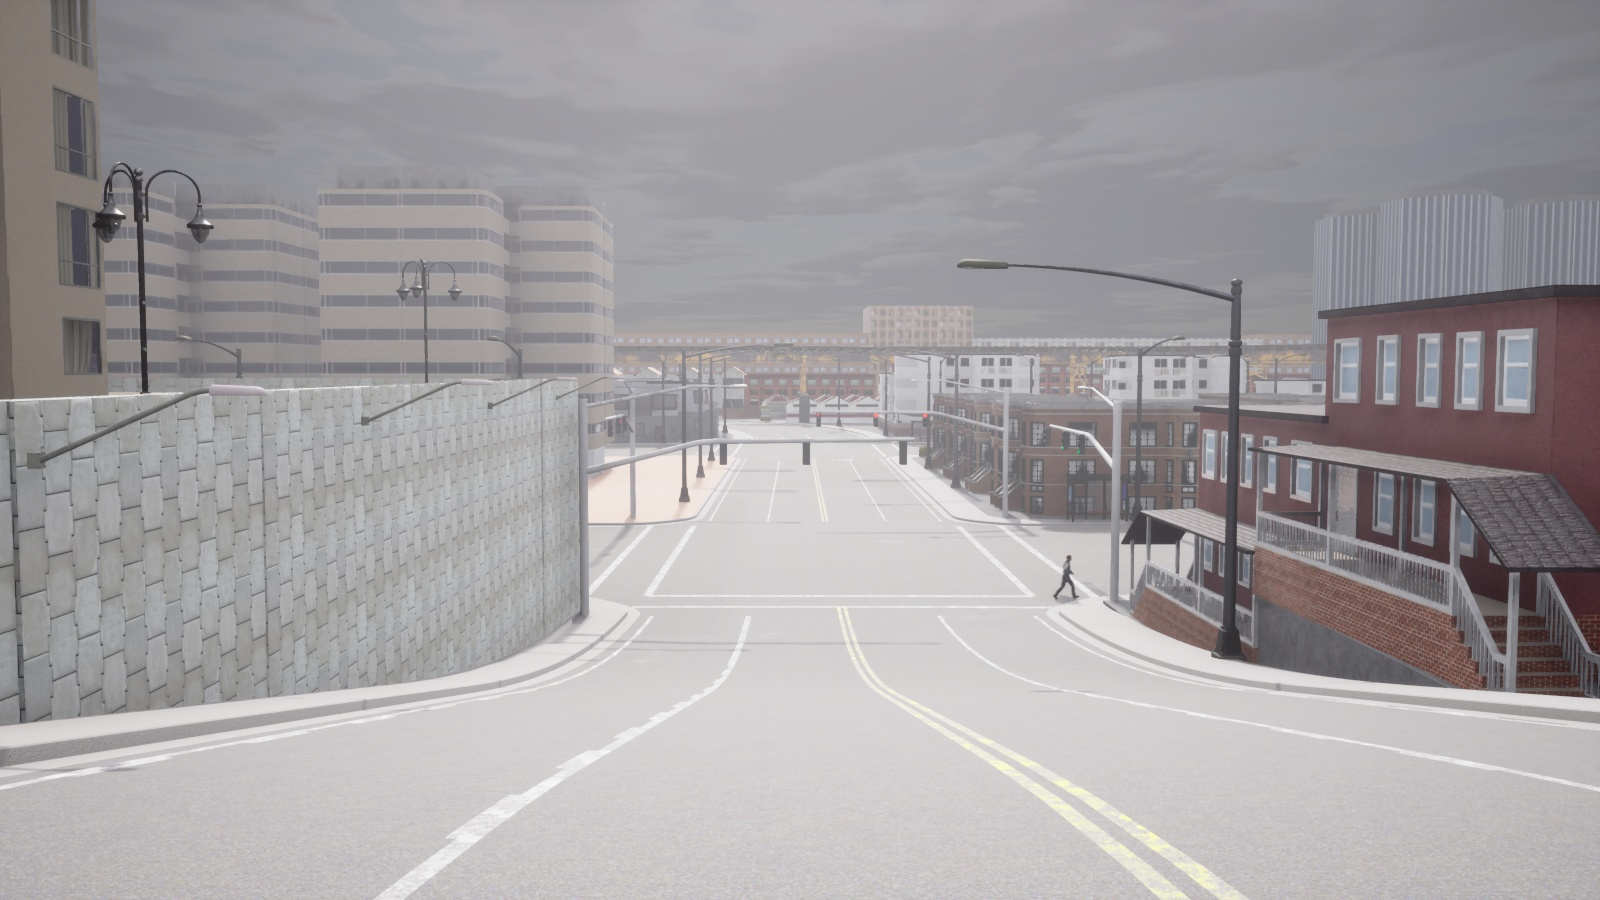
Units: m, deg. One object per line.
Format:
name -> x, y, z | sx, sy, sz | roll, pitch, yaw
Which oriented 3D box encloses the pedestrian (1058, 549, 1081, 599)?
pedestrian -> 10.647, 4.903, 49.644 | 0.788, 1.949, 0.423 | 0, 4, 1
